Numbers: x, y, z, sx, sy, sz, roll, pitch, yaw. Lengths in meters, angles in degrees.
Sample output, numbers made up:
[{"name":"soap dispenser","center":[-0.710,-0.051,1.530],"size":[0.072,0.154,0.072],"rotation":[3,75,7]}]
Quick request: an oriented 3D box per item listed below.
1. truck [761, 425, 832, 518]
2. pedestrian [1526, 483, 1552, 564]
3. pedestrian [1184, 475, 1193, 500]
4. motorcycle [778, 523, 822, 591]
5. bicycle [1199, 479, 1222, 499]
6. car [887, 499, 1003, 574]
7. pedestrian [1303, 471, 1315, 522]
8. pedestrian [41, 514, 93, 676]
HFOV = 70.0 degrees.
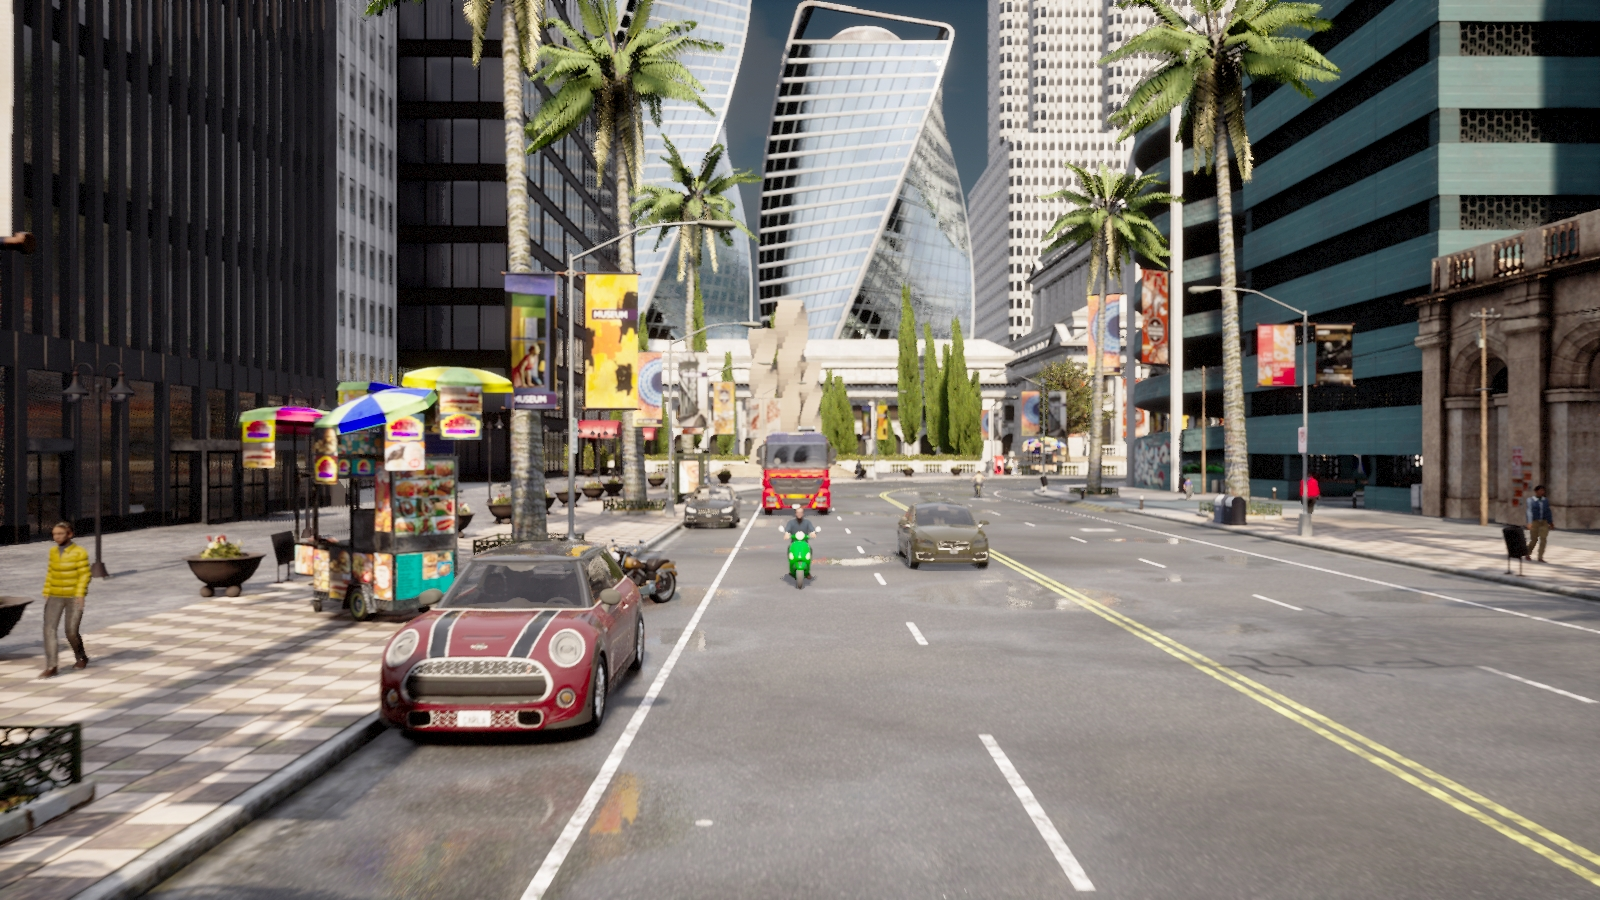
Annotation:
[{"name":"truck","center":[-0.143,0.883,51.021],"size":[2.891,3.827,8.468],"rotation":[0,0,0]},{"name":"pedestrian","center":[17.199,1.693,26.604],"size":[0.375,1.860,0.375],"rotation":[0,0,7]},{"name":"pedestrian","center":[20.287,1.968,59.665],"size":[0.375,1.300,0.375],"rotation":[0,0,2]},{"name":"motorcycle","center":[-0.009,2.178,23.541],"size":[0.856,1.236,1.805],"rotation":[0,0,-1]},{"name":"bicycle","center":[23.806,2.248,66.309],"size":[0.859,1.080,1.487],"rotation":[1,0,3]},{"name":"car","center":[3.469,2.057,28.291],"size":[2.231,1.480,4.892],"rotation":[0,0,0]},{"name":"pedestrian","center":[18.664,1.692,41.910],"size":[0.375,1.860,0.375],"rotation":[0,0,23]},{"name":"pedestrian","center":[-8.635,1.694,13.464],"size":[0.375,1.860,0.375],"rotation":[0,0,0]}]
